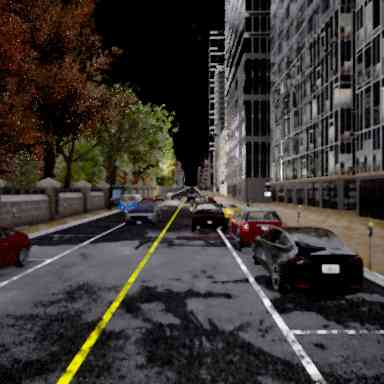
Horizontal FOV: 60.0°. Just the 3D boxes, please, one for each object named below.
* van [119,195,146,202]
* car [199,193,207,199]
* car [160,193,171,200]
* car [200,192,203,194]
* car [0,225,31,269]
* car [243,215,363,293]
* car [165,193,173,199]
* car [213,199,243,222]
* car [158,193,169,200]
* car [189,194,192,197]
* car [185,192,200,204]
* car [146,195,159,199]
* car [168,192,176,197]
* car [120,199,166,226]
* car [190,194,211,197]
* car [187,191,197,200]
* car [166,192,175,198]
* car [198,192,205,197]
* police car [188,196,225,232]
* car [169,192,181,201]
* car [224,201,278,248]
[{"bbox_3d":[-5.697,1.126,31.264,1.690,1.788,3.998,0,0,0],"label":"van"},{"bbox_3d":[2.666,0.909,82.389,1.947,1.339,4.313,0,1,0],"label":"car"},{"bbox_3d":[-5.711,1.001,71.045,2.008,1.369,4.403,0,1,0],"label":"car"},{"bbox_3d":[2.670,0.994,71.027,1.887,1.381,4.507,0,1,0],"label":"car"},{"bbox_3d":[-5.691,1.528,8.532,1.802,1.307,4.206,0,0,0],"label":"car"},{"bbox_3d":[2.691,1.511,8.531,1.947,1.339,4.313,0,0,0],"label":"car"},{"bbox_3d":[-5.715,0.870,82.239,1.752,1.417,4.829,0,1,0],"label":"car"},{"bbox_3d":[2.685,1.351,25.747,1.752,1.417,4.829,0,0,0],"label":"car"},{"bbox_3d":[-5.707,1.097,59.679,1.887,1.381,4.507,0,0,0],"label":"car"},{"bbox_3d":[0.887,1.258,35.271,1.837,1.490,4.892,0,0,0],"label":"car"},{"bbox_3d":[-0.020,1.099,54.715,1.837,1.490,4.892,0,0,0],"label":"car"},{"bbox_3d":[-5.702,1.277,42.632,1.802,1.307,4.206,0,0,0],"label":"car"},{"bbox_3d":[-5.719,0.783,93.776,2.008,1.369,4.403,0,1,0],"label":"car"},{"bbox_3d":[-3.108,1.399,22.175,2.033,1.411,5.357,0,0,0],"label":"car"},{"bbox_3d":[0.889,1.253,29.462,1.801,1.575,5.366,0,0,0],"label":"car"},{"bbox_3d":[-0.025,0.686,69.683,2.097,1.767,4.553,0,1,0],"label":"car"},{"bbox_3d":[-5.717,0.839,88.093,2.008,1.369,4.403,0,1,0],"label":"car"},{"bbox_3d":[2.661,0.783,93.752,2.008,1.369,4.403,0,1,0],"label":"car"},{"bbox_3d":[0.893,1.297,19.381,1.930,1.638,5.238,0,0,0],"label":"police car"},{"bbox_3d":[-3.047,1.040,63.840,1.812,1.442,4.674,0,1,1],"label":"car"},{"bbox_3d":[2.689,1.348,14.212,1.967,1.590,4.097,0,0,0],"label":"car"}]
